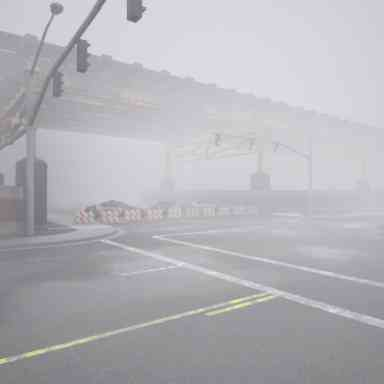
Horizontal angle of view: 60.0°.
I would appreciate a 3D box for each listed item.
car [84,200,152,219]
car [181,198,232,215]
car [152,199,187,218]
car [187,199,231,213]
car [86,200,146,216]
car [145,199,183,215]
[{"bbox_3d":[-6.209,1.452,27.598,4.974,1.542,2.038,0,0,8],"label":"car"},{"bbox_3d":[1.452,1.452,34.036,4.974,1.542,2.038,0,0,-7],"label":"car"},{"bbox_3d":[-2.462,1.452,30.280,2.038,1.542,4.974,0,0,18],"label":"car"},{"bbox_3d":[1.400,1.294,34.029,4.536,1.218,1.853,0,0,-7],"label":"car"},{"bbox_3d":[-6.261,1.295,27.605,4.536,1.218,1.853,0,0,8],"label":"car"},{"bbox_3d":[-2.446,1.294,30.329,1.853,1.218,4.536,0,0,18],"label":"car"}]
